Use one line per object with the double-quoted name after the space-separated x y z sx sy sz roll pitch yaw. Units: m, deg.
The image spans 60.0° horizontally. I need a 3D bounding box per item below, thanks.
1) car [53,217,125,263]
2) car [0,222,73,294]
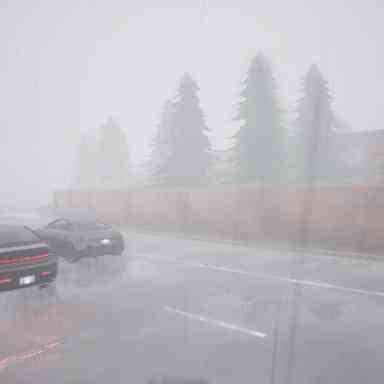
-4.333 1.598 12.230 4.181 1.385 1.994 0 0 41 "car"
-5.154 1.532 8.278 4.892 1.490 1.837 0 0 41 "car"
